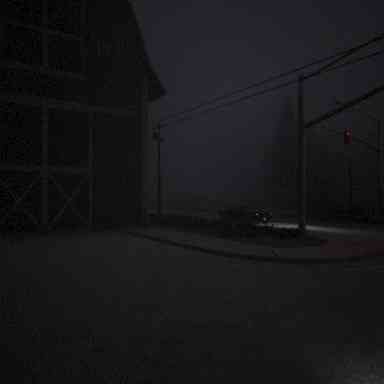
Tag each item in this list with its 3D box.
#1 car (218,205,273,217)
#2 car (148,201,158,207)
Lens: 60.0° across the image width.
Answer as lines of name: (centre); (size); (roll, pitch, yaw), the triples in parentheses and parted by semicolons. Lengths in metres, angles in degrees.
car: (4.307, 1.786, 27.291); (1.895, 1.301, 4.718); (0, 0, -34)
car: (-6.644, 1.927, 49.621); (1.895, 1.301, 4.718); (0, 0, -34)
